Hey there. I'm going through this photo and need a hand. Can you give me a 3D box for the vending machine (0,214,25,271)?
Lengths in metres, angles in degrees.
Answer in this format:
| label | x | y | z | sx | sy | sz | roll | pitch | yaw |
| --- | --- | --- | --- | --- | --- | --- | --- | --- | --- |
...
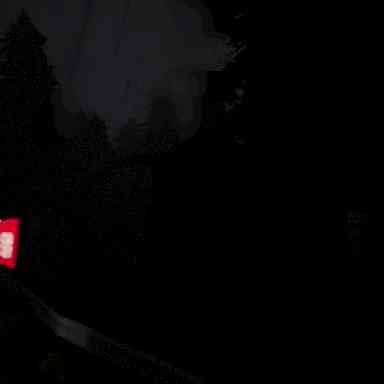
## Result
| label | x | y | z | sx | sy | sz | roll | pitch | yaw |
| --- | --- | --- | --- | --- | --- | --- | --- | --- | --- |
| vending machine | -7.266 | 1.942 | 13.034 | 1.100 | 2.100 | 0.880 | 6 | -3 | -28 |
